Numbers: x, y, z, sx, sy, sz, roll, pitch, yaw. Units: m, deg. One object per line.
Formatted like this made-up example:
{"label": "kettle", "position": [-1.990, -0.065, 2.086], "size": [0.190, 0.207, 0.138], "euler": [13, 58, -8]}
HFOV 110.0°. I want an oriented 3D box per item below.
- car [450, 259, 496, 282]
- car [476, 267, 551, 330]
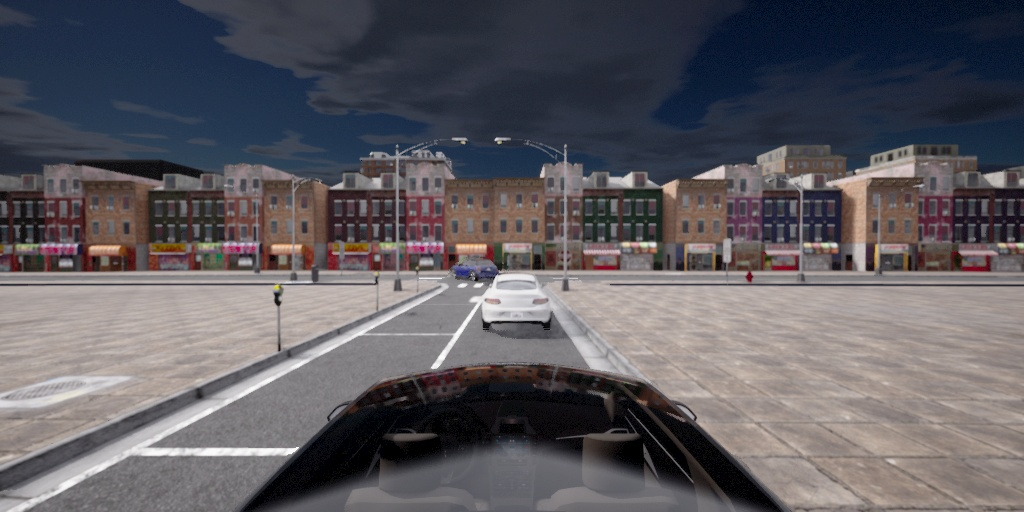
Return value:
{"label": "car", "position": [-3.046, 0.995, 27.971], "size": [2.097, 1.767, 4.553], "euler": [-1, 1, -38]}
{"label": "car", "position": [0.120, 1.237, 10.896], "size": [1.812, 1.442, 4.674], "euler": [0, 0, 0]}
